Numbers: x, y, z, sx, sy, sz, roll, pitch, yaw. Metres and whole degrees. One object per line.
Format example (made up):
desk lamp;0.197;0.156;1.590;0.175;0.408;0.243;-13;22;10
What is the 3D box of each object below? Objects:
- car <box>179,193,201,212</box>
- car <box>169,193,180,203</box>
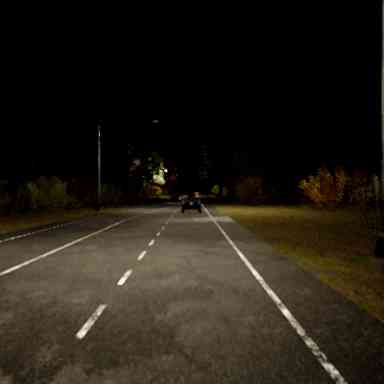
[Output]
car;-0.079;1.293;37.608;2.097;1.767;4.553;0;0;0
car;-3.646;1.413;67.023;2.033;1.411;5.357;0;0;0
